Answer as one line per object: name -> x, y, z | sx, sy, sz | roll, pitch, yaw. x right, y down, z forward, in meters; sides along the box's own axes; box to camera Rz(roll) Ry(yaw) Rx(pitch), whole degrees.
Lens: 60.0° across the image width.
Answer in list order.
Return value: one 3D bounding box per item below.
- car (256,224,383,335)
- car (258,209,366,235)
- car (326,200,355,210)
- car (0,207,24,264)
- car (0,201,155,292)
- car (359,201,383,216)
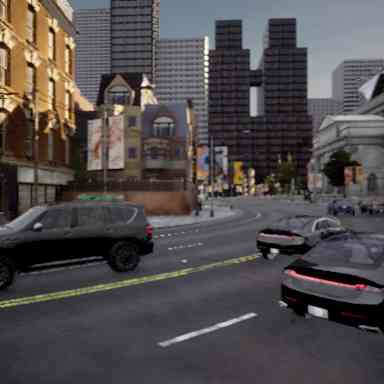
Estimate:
car -> 3.647, 1.535, 6.443 | 4.902, 1.511, 2.128 | 0, 0, -41
car -> 4.163, 1.575, 11.822 | 2.128, 1.511, 4.902 | 0, -1, 43
car -> 16.105, 1.598, 36.281 | 2.097, 1.767, 4.553 | 0, 0, 11
car -> -8.115, 1.454, 10.756 | 4.553, 1.767, 2.097 | 0, -1, -34
car -> -3.731, 1.307, 9.413 | 5.566, 2.045, 2.150 | 0, 0, -37
car -> 19.630, 1.728, 36.043 | 2.128, 1.511, 4.902 | 0, 0, 11
